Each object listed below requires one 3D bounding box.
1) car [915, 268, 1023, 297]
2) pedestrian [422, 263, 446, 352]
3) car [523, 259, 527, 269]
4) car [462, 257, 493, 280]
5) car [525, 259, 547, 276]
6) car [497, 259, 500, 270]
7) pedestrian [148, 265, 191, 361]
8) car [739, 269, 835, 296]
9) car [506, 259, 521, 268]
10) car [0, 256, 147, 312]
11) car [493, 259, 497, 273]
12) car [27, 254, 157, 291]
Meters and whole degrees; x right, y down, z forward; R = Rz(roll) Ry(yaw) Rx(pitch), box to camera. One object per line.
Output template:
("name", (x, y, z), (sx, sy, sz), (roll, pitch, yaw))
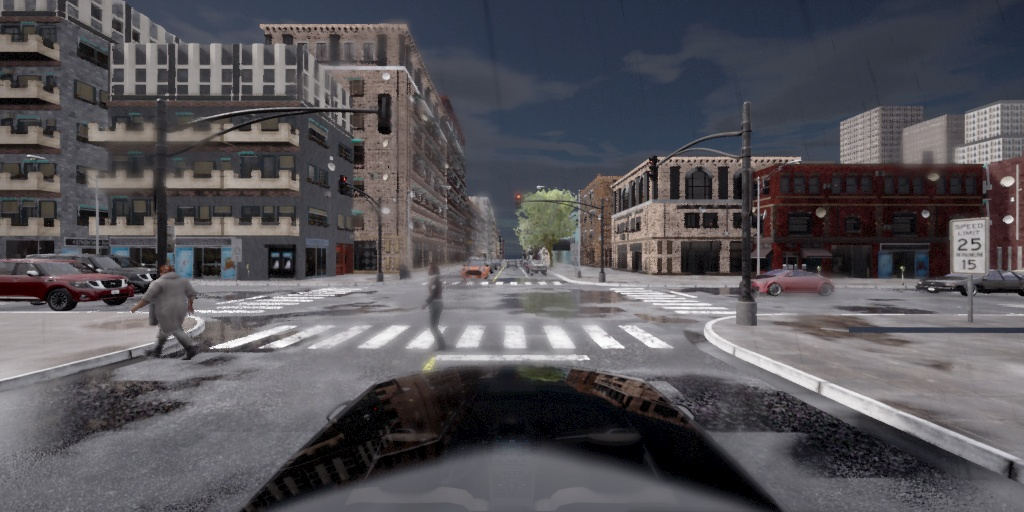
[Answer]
("car", (25.381, 1.418, 19.407), (5.357, 1.411, 2.033), (0, 0, 0))
("pedestrian", (-1.589, 1.044, 7.496), (0.375, 1.860, 0.375), (0, 0, 0))
("car", (2.694, 1.228, 42.735), (1.967, 1.591, 4.097), (0, 0, 0))
("car", (-3.094, 1.121, 31.362), (2.097, 1.767, 4.553), (0, 0, 0))
("car", (2.693, 1.330, 37.038), (2.007, 1.370, 4.403), (0, 0, 0))
("car", (-3.088, 1.310, 53.026), (1.837, 1.490, 4.892), (0, 0, 0))
("pedestrian", (-6.574, 1.044, 6.895), (0.375, 1.860, 0.375), (0, 0, 0))
("car", (14.720, 1.387, 19.335), (4.181, 1.385, 1.994), (0, 0, 0))
("car", (0.005, 1.319, 63.395), (2.128, 1.511, 4.902), (0, 0, 0))
("car", (-17.276, 1.013, 13.321), (5.009, 1.841, 2.192), (0, 0, 0))
("car", (-3.092, 1.294, 42.534), (1.837, 1.490, 4.892), (0, 0, 0))
("car", (-18.309, 0.917, 15.901), (5.566, 2.045, 2.150), (0, 0, 0))
